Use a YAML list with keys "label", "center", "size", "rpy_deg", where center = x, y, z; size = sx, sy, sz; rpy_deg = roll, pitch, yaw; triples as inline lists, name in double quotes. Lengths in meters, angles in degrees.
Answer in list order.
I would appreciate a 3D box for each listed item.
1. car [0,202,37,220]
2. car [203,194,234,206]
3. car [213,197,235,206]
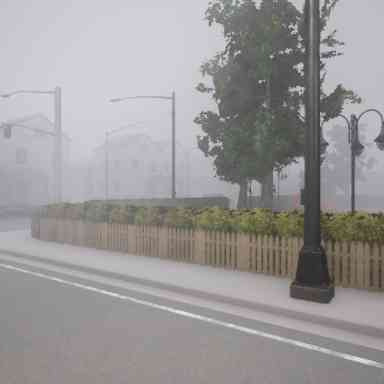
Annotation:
- label: "car"
  center: [-14.957, 1.577, 27.939]
  size: [1.994, 1.385, 4.181]
  rpy_deg: [0, 0, 35]
- label: "car"
  center: [3.526, 1.233, 48.162]
  size: [2.150, 2.045, 5.566]
  rpy_deg: [0, 0, 35]
- label: "car"
  center: [5.537, 1.578, 57.204]
  size: [1.994, 1.385, 4.181]
  rpy_deg: [0, 0, 35]
